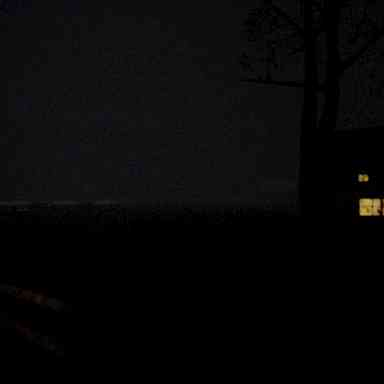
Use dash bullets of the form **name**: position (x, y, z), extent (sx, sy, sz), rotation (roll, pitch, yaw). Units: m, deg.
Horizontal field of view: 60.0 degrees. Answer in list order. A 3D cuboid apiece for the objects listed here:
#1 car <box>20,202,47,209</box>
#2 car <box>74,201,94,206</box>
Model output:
- **car**: position (-29.777, 2.506, 62.574), extent (2.033, 1.411, 5.357), rotation (-1, -1, 16)
- **car**: position (-25.099, 2.774, 77.520), extent (2.033, 1.411, 5.357), rotation (-1, -1, 18)
